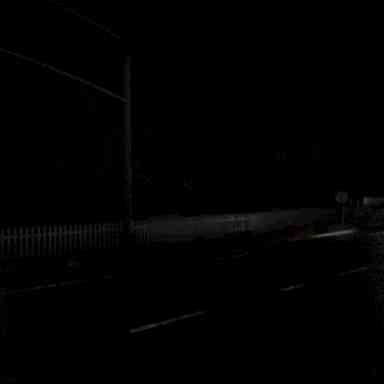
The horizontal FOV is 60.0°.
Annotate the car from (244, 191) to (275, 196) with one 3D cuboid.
[{"bbox_3d":[10.745,0.847,48.048,2.150,2.045,5.566,0,3,-37],"label":"car"}]

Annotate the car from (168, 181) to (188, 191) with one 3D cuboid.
[{"bbox_3d":[-2.551,-0.909,65.853,2.150,2.045,5.566,0,7,-37],"label":"car"}]

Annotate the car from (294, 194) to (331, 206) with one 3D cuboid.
[{"bbox_3d":[18.073,1.135,49.971,1.882,1.535,5.008,0,1,-37],"label":"car"}]

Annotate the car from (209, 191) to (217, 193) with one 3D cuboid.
[{"bbox_3d":[5.171,0.241,61.307,2.128,1.511,4.902,0,5,-36],"label":"car"}]

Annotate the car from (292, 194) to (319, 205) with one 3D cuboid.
[{"bbox_3d":[15.303,1.173,47.828,2.128,1.511,4.902,0,1,-37],"label":"car"}]
